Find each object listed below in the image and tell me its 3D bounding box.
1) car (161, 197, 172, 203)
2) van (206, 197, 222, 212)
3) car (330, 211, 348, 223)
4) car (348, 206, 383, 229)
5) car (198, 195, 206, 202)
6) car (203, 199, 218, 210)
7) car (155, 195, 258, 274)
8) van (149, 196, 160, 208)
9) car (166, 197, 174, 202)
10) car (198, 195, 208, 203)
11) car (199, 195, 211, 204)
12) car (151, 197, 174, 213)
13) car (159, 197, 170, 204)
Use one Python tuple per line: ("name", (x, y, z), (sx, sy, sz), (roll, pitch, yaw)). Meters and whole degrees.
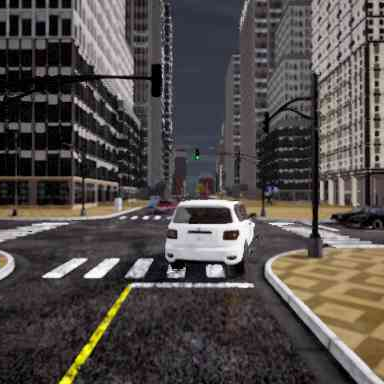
("car", (-5.710, 1.822, 74.752), (2.008, 1.369, 4.403), (0, 0, 0))
("van", (2.671, 1.493, 41.494), (1.690, 1.788, 3.998), (0, 0, 0))
("car", (13.579, 1.775, 25.668), (5.357, 1.411, 2.033), (0, 0, -1))
("car", (13.476, 1.801, 22.405), (4.718, 1.301, 1.895), (0, 0, -2))
("car", (2.729, 1.644, 91.344), (2.192, 1.841, 5.009), (0, 0, 0))
("car", (2.599, 1.717, 47.031), (1.887, 1.381, 4.507), (0, 0, 0))
("car", (0.866, 1.265, 11.023), (2.150, 2.045, 5.566), (-1, 0, 15))
("van", (-5.785, 1.533, 52.597), (1.690, 1.788, 3.998), (0, 0, 0))
("car", (-5.672, 1.891, 85.832), (1.802, 1.307, 4.206), (0, 0, 0))
("car", (2.690, 1.605, 80.265), (2.192, 1.841, 5.009), (0, 0, 0))
("car", (2.652, 1.566, 69.186), (2.192, 1.841, 5.009), (0, 0, 0))
("car", (-3.237, 1.666, 38.363), (1.812, 1.442, 4.674), (0, 0, 0))
("car", (-5.729, 1.817, 69.214), (1.947, 1.339, 4.313), (0, 0, 0))
